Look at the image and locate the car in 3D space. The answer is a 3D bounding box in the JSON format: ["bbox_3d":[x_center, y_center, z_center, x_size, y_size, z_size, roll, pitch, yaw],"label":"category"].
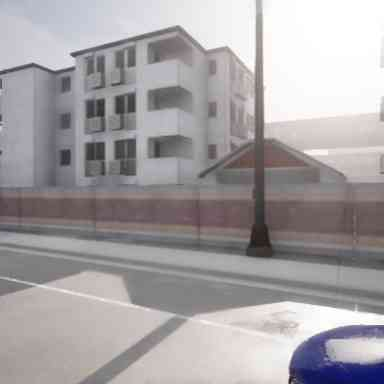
[{"bbox_3d":[2.887,1.520,1.859,4.674,1.442,1.812,0,0,37],"label":"car"}]
